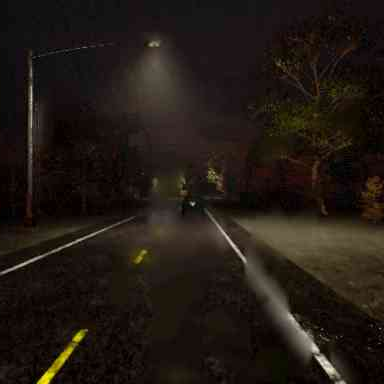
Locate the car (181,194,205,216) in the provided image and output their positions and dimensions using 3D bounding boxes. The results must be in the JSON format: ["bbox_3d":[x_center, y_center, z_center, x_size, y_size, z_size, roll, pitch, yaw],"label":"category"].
[{"bbox_3d":[0.080,1.243,33.564,2.150,2.045,5.566,0,0,0],"label":"car"}]

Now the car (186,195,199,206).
[{"bbox_3d":[0.069,1.387,57.025,2.097,1.767,4.553,0,0,0],"label":"car"}]

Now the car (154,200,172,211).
[{"bbox_3d":[-3.525,1.626,40.465,1.895,1.301,4.718,0,0,0],"label":"car"}]
